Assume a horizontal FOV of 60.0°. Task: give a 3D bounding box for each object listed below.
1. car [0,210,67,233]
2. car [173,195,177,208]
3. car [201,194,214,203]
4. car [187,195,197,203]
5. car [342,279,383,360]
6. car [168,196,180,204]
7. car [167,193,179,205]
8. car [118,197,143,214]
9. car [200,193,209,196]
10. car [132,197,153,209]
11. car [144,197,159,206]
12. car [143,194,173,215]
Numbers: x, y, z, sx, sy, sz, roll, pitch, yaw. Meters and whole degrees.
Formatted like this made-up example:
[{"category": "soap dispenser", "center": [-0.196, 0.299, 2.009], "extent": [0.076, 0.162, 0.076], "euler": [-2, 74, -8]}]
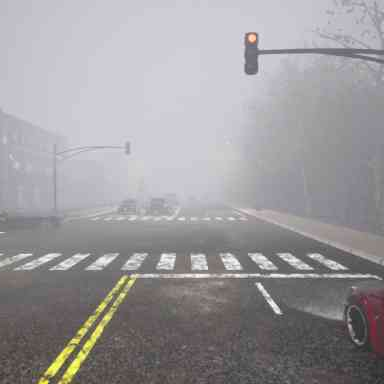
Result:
[{"category": "car", "center": [-9.528, 1.628, 18.531], "extent": [4.718, 1.301, 1.895], "euler": [-2, 0, -11]}, {"category": "car", "center": [-3.411, 1.533, 43.607], "extent": [2.033, 1.411, 5.357], "euler": [0, 0, 1]}, {"category": "car", "center": [3.235, 1.576, 66.113], "extent": [1.895, 1.301, 4.718], "euler": [0, 0, 0]}, {"category": "car", "center": [-0.014, 1.327, 66.420], "extent": [2.097, 1.767, 4.553], "euler": [0, 0, 0]}, {"category": "car", "center": [3.347, 1.563, 3.531], "extent": [1.994, 1.385, 4.181], "euler": [0, 0, 0]}, {"category": "car", "center": [-3.406, 1.523, 64.569], "extent": [2.033, 1.411, 5.357], "euler": [0, 0, 0]}, {"category": "car", "center": [-3.425, 1.202, 53.965], "extent": [2.150, 2.045, 5.566], "euler": [0, 0, 1]}, {"category": "car", "center": [-6.653, 1.494, 35.675], "extent": [1.837, 1.490, 4.892], "euler": [0, 0, 0]}, {"category": "car", "center": [3.123, 1.194, 76.296], "extent": [2.150, 2.045, 5.566], "euler": [0, 0, 0]}, {"category": "car", "center": [-6.663, 1.476, 45.098], "extent": [2.128, 1.511, 4.902], "euler": [0, 0, 0]}, {"category": "car", "center": [-6.668, 1.506, 55.231], "extent": [1.812, 1.442, 4.674], "euler": [0, 0, 0]}, {"category": "car", "center": [-3.403, 1.342, 34.133], "extent": [2.097, 1.767, 4.553], "euler": [0, 0, 0]}]
